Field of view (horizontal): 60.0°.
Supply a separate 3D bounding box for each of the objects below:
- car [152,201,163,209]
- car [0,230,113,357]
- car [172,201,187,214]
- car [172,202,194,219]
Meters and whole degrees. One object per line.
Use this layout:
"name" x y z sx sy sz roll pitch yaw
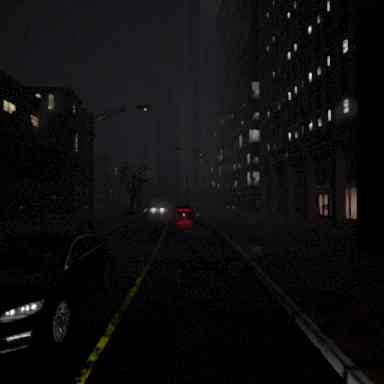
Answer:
"car" -6.024 2.215 58.726 1.895 1.301 4.718 0 -1 -6
"car" -2.888 1.566 6.511 2.128 1.511 4.902 0 -1 -1
"car" -1.666 1.993 43.743 1.812 1.442 4.674 0 0 -5
"car" -0.874 1.861 32.866 1.837 1.490 4.892 0 -1 -4
